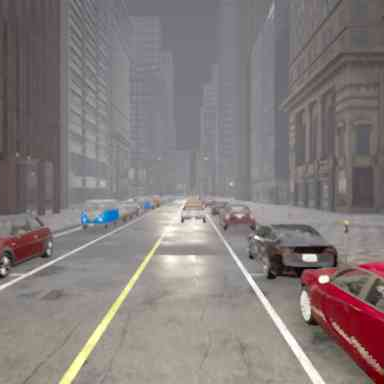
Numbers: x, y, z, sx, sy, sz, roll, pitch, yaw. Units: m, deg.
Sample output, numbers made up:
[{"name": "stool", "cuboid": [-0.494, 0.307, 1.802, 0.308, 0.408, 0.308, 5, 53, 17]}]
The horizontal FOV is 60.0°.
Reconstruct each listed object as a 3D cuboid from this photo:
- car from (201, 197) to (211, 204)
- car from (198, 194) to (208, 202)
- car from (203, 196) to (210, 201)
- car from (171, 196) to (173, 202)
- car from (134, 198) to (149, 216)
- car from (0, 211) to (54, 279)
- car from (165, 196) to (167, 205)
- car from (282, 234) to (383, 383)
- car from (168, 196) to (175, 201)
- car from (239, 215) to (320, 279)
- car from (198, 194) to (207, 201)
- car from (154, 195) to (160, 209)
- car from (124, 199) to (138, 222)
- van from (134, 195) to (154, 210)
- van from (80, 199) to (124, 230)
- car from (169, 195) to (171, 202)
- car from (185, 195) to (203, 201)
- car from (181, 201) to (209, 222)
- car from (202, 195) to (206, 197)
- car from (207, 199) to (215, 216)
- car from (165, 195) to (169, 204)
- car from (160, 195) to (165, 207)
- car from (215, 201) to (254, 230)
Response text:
[{"name": "car", "cuboid": [2.756, 1.692, 66.242, 1.802, 1.307, 4.206, 0, 0, 0]}, {"name": "car", "cuboid": [2.754, 1.464, 83.150, 2.192, 1.841, 5.009, 0, 0, 0]}, {"name": "car", "cuboid": [2.758, 1.660, 49.333, 1.802, 1.307, 4.206, 0, 0, 0]}, {"name": "car", "cuboid": [-5.769, 1.703, 71.873, 1.802, 1.307, 4.206, 0, 0, 0]}, {"name": "car", "cuboid": [-5.767, 1.598, 32.416, 2.008, 1.369, 4.403, 0, 0, 0]}, {"name": "car", "cuboid": [-5.766, 1.453, 9.871, 1.967, 1.590, 4.097, 0, 0, 0]}, {"name": "car", "cuboid": [-5.768, 1.653, 54.963, 1.947, 1.339, 4.313, 0, 0, 0]}, {"name": "car", "cuboid": [2.760, 1.551, 4.243, 1.887, 1.381, 4.507, 0, 0, 0]}, {"name": "car", "cuboid": [-5.771, 1.744, 94.419, 1.947, 1.339, 4.313, 0, 0, 0]}, {"name": "car", "cuboid": [2.760, 1.580, 9.879, 1.947, 1.339, 4.313, 0, 0, 0]}, {"name": "car", "cuboid": [2.754, 1.478, 88.787, 2.192, 1.841, 5.009, 0, 0, 0]}, {"name": "car", "cuboid": [-5.768, 1.507, 43.689, 1.967, 1.590, 4.097, 0, 0, 0]}, {"name": "car", "cuboid": [-5.766, 1.563, 26.610, 1.752, 1.417, 4.829, 0, 0, 0]}, {"name": "van", "cuboid": [-5.768, 1.398, 38.053, 1.690, 1.788, 3.998, 0, 0, 0]}, {"name": "van", "cuboid": [-5.767, 1.370, 21.144, 1.690, 1.788, 3.998, 0, 0, 0]}, {"name": "car", "cuboid": [-5.769, 1.660, 66.236, 2.008, 1.369, 4.403, 0, 0, 0]}, {"name": "car", "cuboid": [0.097, 1.548, 45.394, 1.882, 1.535, 5.008, 0, 0, 0]}, {"name": "car", "cuboid": [0.099, 1.638, 26.518, 1.895, 1.301, 4.718, 0, 0, 0]}, {"name": "car", "cuboid": [2.757, 1.680, 60.606, 1.802, 1.307, 4.206, 0, 0, 0]}, {"name": "car", "cuboid": [2.758, 1.613, 32.424, 1.947, 1.339, 4.313, 0, 0, 0]}, {"name": "car", "cuboid": [-5.768, 1.664, 60.600, 1.947, 1.339, 4.313, 0, 0, 0]}, {"name": "car", "cuboid": [-5.769, 1.392, 49.327, 2.192, 1.841, 5.009, 0, 0, 0]}, {"name": "car", "cuboid": [2.759, 1.470, 21.151, 1.967, 1.590, 4.097, 0, 0, 0]}]
